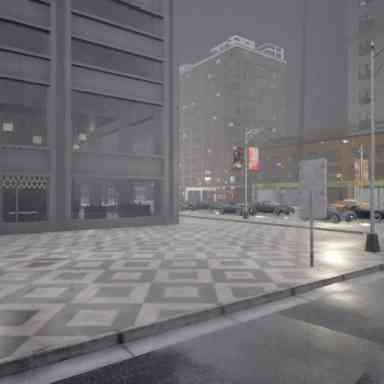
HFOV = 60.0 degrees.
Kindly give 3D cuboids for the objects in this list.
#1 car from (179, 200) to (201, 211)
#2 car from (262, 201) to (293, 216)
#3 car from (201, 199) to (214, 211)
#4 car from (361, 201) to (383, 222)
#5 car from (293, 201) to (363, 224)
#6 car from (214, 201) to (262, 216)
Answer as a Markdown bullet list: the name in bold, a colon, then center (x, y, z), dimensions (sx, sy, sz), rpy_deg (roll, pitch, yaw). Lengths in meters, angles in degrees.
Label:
- **car**: center (-1.286, 1.687, 41.885), dimensions (1.994, 1.385, 4.181), rpy_deg (0, 0, -35)
- **car**: center (8.018, 1.632, 34.519), dimensions (2.033, 1.411, 5.357), rpy_deg (0, 0, -36)
- **car**: center (2.045, 1.666, 42.806), dimensions (2.033, 1.411, 5.357), rpy_deg (0, 0, -36)
- **car**: center (13.665, 1.648, 26.698), dimensions (1.895, 1.301, 4.718), rpy_deg (0, 0, -36)
- **car**: center (10.394, 1.616, 25.680), dimensions (1.994, 1.385, 4.181), rpy_deg (0, 0, -36)
- **car**: center (4.583, 1.654, 33.738), dimensions (1.994, 1.385, 4.181), rpy_deg (0, 0, -36)
